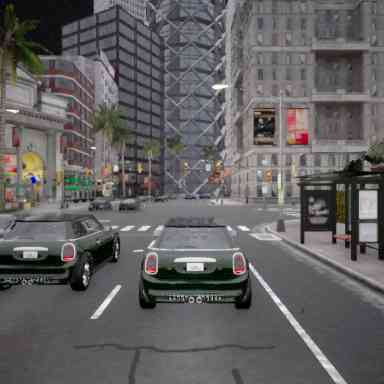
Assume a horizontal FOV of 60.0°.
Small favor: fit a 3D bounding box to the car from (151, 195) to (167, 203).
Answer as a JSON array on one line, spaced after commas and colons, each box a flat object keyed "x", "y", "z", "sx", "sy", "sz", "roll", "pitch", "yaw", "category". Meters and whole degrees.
[{"x": -6.906, "y": 1.595, "z": 70.433, "sx": 1.895, "sy": 1.301, "sz": 4.718, "roll": 0, "pitch": 0, "yaw": 0, "category": "car"}]

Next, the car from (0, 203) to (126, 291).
[{"x": -3.417, "y": 1.352, "z": 9.187, "sx": 2.097, "sy": 1.767, "sz": 4.553, "roll": 0, "pitch": 0, "yaw": 0, "category": "car"}]

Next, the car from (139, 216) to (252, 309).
[{"x": 0.075, "y": 1.352, "z": 8.040, "sx": 2.097, "sy": 1.767, "sz": 4.553, "roll": 0, "pitch": 0, "yaw": 0, "category": "car"}]

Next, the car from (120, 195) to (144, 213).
[{"x": -7.050, "y": 1.477, "z": 37.985, "sx": 1.882, "sy": 1.535, "sz": 5.008, "roll": 0, "pitch": 0, "yaw": 0, "category": "car"}]

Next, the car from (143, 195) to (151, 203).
[{"x": -10.406, "y": 1.500, "z": 70.453, "sx": 1.837, "sy": 1.490, "sz": 4.892, "roll": 0, "pitch": 0, "yaw": 0, "category": "car"}]

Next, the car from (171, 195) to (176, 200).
[{"x": -5.949, "y": 1.552, "z": 90.950, "sx": 1.994, "sy": 1.385, "sz": 4.181, "roll": 0, "pitch": 0, "yaw": 10, "category": "car"}]

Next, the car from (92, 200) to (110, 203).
[{"x": -10.549, "y": 1.564, "z": 38.549, "sx": 1.994, "sy": 1.385, "sz": 4.181, "roll": 0, "pitch": 0, "yaw": 0, "category": "car"}]

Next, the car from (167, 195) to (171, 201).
[{"x": -6.885, "y": 1.500, "z": 80.486, "sx": 1.837, "sy": 1.490, "sz": 4.892, "roll": 0, "pitch": 0, "yaw": 0, "category": "car"}]
